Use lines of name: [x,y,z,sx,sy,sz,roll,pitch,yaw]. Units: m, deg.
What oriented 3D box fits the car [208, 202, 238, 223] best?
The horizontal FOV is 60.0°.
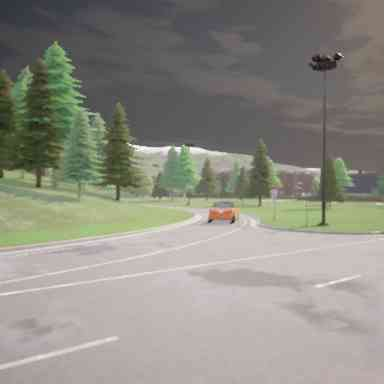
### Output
car: [2.680,1.582,27.723,2.097,1.767,4.553,0,0,12]
